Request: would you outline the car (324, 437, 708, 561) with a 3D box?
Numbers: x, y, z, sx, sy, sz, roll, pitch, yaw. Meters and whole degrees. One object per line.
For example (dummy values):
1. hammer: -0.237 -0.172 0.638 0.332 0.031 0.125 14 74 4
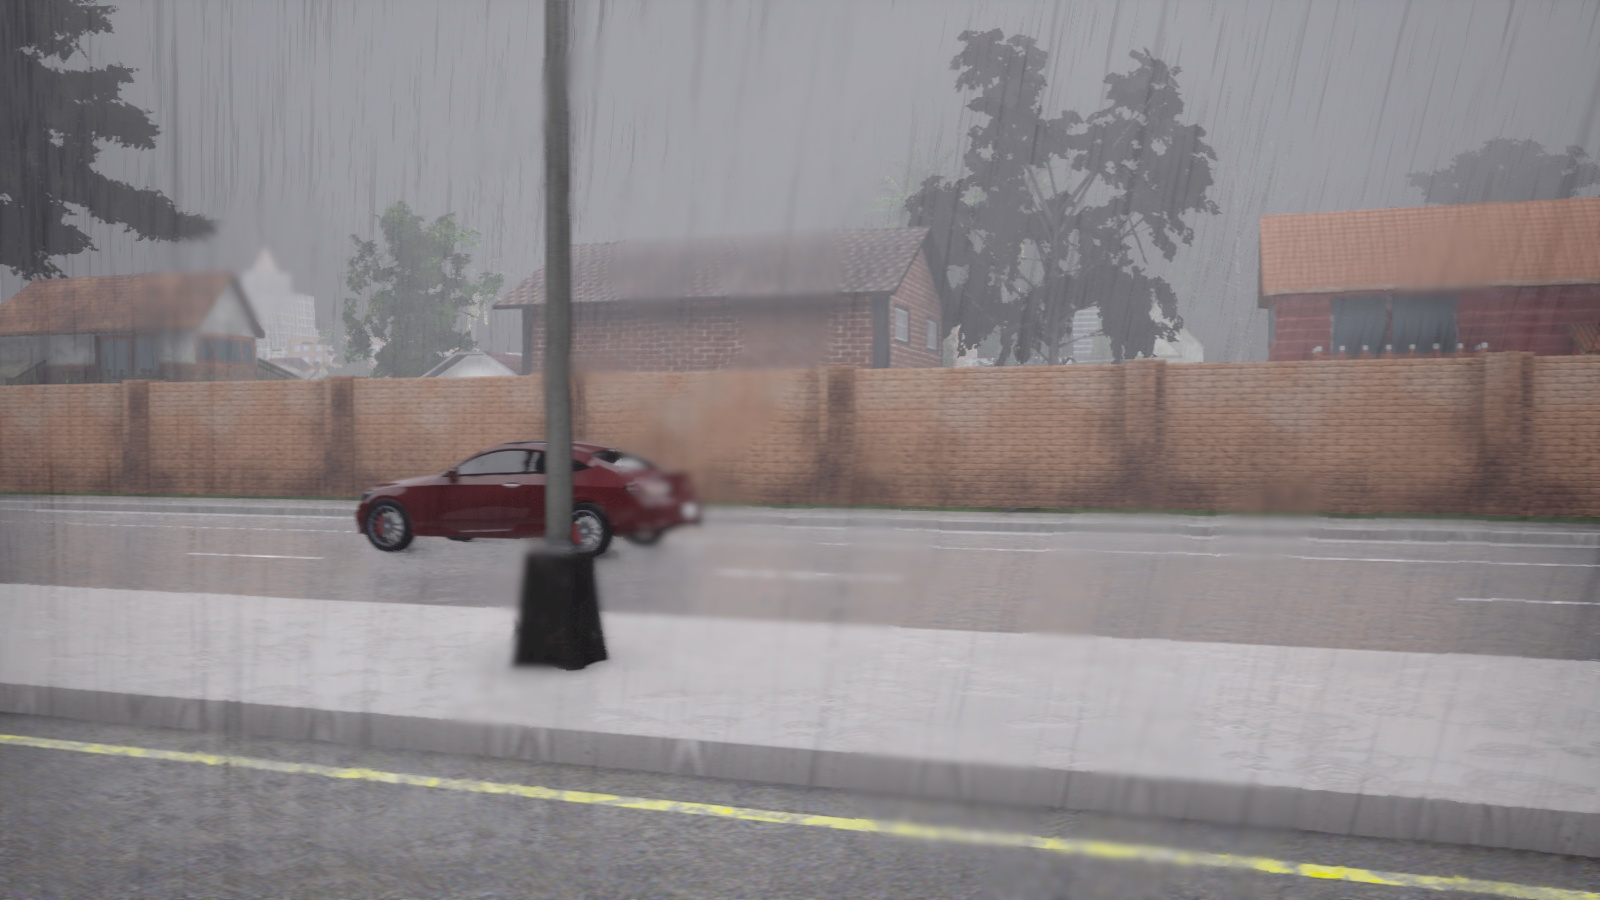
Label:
1. car: -3.720 0.568 16.533 4.674 1.442 1.812 1 1 18
